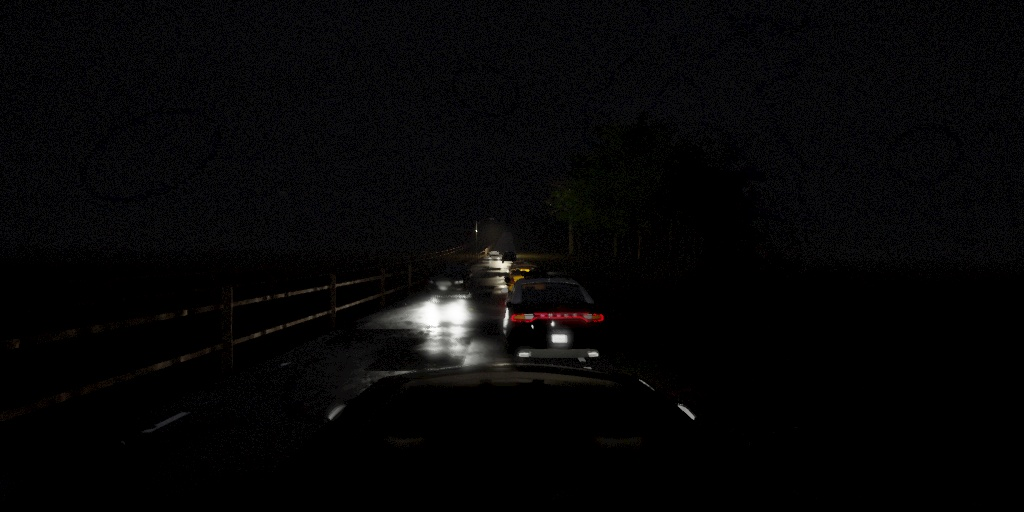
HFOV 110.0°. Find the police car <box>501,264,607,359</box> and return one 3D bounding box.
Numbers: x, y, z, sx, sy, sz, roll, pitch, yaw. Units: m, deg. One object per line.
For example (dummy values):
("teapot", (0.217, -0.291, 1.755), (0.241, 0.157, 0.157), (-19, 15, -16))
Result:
("police car", (0.769, 1.149, 8.510), (1.930, 1.638, 5.238), (0, 0, -1))

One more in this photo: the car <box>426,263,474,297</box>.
("car", (-2.994, 1.115, 18.054), (2.128, 1.511, 4.902), (0, 1, -1))

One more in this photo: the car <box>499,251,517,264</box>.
("car", (-0.390, 0.111, 51.834), (2.097, 1.767, 4.553), (0, 2, 0))

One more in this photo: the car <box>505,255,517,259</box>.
("car", (0.621, 0.968, 24.586), (1.801, 1.575, 5.366), (0, 1, -1))

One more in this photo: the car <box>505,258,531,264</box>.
("car", (0.676, 1.071, 18.587), (1.801, 1.575, 5.366), (0, 1, -1))
